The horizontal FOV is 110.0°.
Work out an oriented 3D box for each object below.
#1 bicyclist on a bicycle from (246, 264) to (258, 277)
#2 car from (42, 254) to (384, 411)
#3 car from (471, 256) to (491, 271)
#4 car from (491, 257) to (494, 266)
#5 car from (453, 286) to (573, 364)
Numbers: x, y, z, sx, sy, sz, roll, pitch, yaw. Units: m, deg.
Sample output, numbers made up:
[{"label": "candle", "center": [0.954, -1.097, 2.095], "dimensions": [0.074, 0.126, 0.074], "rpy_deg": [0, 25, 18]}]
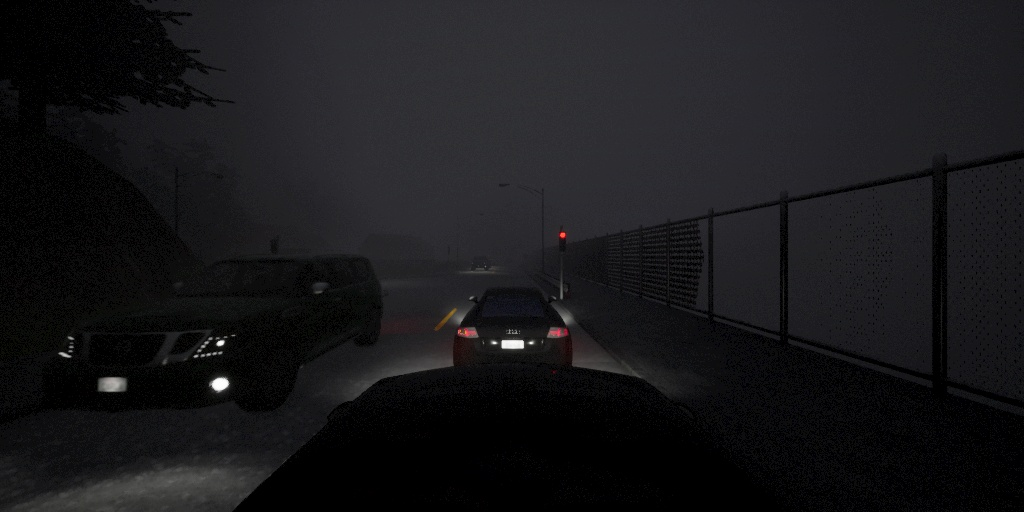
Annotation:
[{"label": "bicyclist on a bicycle", "center": [-24.050, 1.099, 33.279], "dimensions": [0.582, 1.620, 1.656], "rpy_deg": [0, 0, 0]}, {"label": "car", "center": [-4.137, 0.971, 6.455], "dimensions": [2.150, 2.045, 5.566], "rpy_deg": [0, 0, 0]}, {"label": "car", "center": [-4.494, 0.972, 50.597], "dimensions": [2.150, 2.045, 5.566], "rpy_deg": [0, 0, 0]}, {"label": "car", "center": [-4.556, 1.276, 60.514], "dimensions": [1.812, 1.442, 4.674], "rpy_deg": [0, 0, 0]}, {"label": "car", "center": [0.018, 1.314, 7.464], "dimensions": [1.994, 1.385, 4.181], "rpy_deg": [0, 0, 0]}]
